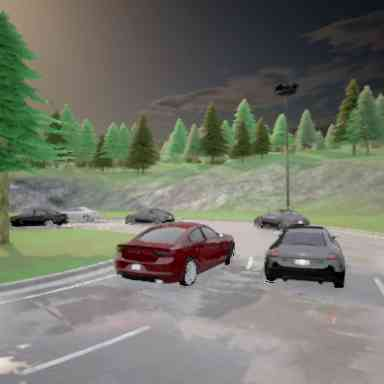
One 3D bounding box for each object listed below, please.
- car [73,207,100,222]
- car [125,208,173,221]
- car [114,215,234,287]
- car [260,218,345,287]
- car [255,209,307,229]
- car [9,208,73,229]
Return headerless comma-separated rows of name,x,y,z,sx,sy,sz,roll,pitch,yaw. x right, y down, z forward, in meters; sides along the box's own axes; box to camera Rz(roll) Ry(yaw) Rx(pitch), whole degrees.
car,-11.482,2.205,32.865,4.674,1.442,1.812,-1,-1,-1
car,-3.529,2.063,27.804,4.181,1.385,1.994,-1,-1,29
car,-0.232,1.650,10.086,1.882,1.535,5.008,0,-1,26
car,3.364,1.689,9.906,1.994,1.385,4.181,-1,-1,20
car,5.971,1.858,22.356,1.994,1.385,4.181,0,-1,-21
car,-12.256,2.054,25.875,5.008,1.535,1.882,-1,-2,-4
